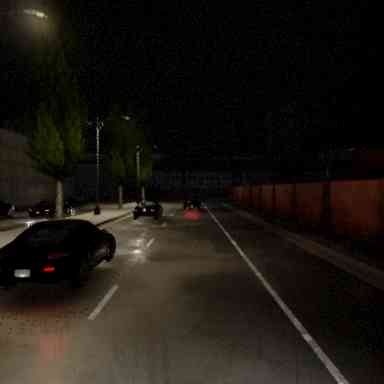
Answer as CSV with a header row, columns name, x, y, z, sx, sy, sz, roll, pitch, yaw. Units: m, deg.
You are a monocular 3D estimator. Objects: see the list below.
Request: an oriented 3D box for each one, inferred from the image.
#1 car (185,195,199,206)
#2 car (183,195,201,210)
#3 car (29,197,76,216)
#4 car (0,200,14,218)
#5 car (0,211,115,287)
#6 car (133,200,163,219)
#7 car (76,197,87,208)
name,x,y,z,sx,sy,sz,roll,pitch,yaw
car,0.001,1.150,47.808,1.812,1.442,4.674,0,1,0
car,-0.001,1.211,37.320,1.837,1.490,4.892,0,0,0
car,-11.593,1.288,27.393,1.837,1.490,4.892,0,1,0
car,-15.096,1.311,24.581,1.837,1.490,4.892,0,0,0
car,-3.400,1.455,8.972,1.812,1.442,4.674,0,0,0
car,-3.401,1.340,26.323,2.033,1.411,5.357,0,0,0
car,-15.002,1.276,42.186,1.895,1.301,4.718,0,0,0
